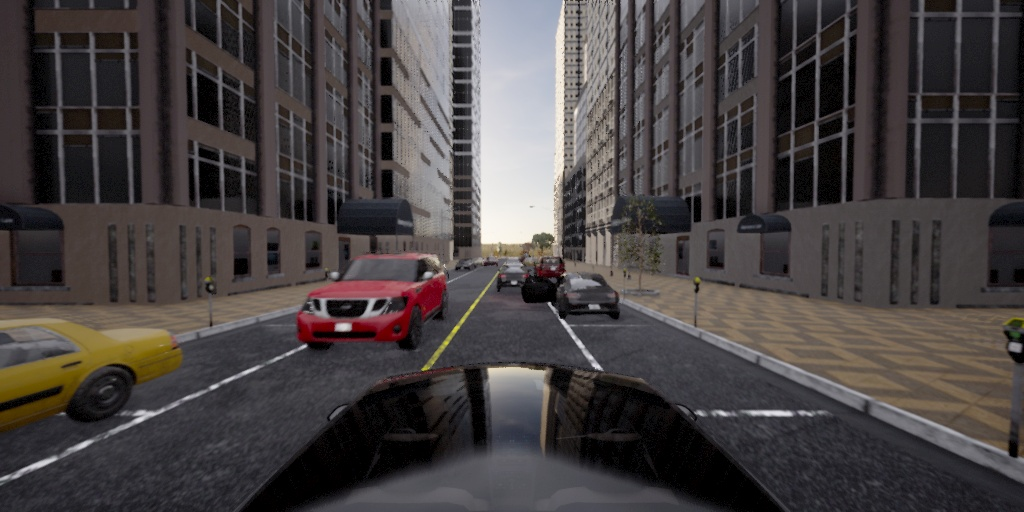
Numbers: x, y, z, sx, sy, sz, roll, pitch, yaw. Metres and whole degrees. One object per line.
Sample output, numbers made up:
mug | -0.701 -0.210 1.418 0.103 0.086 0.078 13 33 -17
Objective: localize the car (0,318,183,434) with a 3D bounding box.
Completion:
car | -5.673 1.266 3.136 1.751 1.417 4.829 0 0 0

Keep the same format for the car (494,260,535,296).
car | 0.114 1.159 20.464 1.812 1.442 4.674 0 0 0

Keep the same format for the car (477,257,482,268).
car | -5.636 1.006 48.700 1.948 1.339 4.313 0 0 0

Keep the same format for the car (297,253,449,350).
car | -3.080 0.925 9.277 2.150 2.045 5.566 0 0 0

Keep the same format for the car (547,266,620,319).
car | 2.383 1.253 12.382 1.812 1.442 4.674 -2 0 2

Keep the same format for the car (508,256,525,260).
car | 0.146 1.029 42.957 2.033 1.411 5.357 0 0 0

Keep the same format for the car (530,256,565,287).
car | 2.719 0.914 25.936 2.192 1.841 5.009 0 0 0

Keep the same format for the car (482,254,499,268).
car | -2.943 0.816 51.487 1.882 1.535 5.008 0 0 0

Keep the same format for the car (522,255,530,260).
car | 2.752 0.923 54.480 1.751 1.417 4.829 0 0 0

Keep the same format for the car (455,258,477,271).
car | -5.642 1.048 43.026 1.948 1.339 4.313 0 0 0
